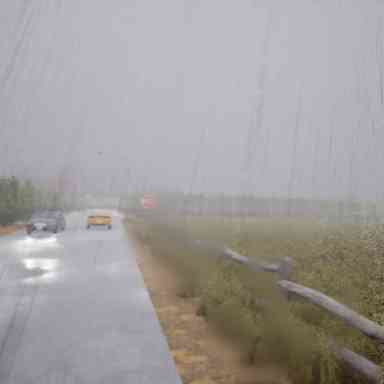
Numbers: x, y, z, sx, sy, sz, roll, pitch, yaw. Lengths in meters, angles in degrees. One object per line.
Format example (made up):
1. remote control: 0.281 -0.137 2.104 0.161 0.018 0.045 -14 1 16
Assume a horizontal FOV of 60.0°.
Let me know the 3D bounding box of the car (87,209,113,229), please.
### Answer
1. car: -7.842 2.215 28.381 1.882 1.535 5.008 2 -2 -13

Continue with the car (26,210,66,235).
1. car: -9.864 1.997 22.751 2.128 1.511 4.902 2 -2 -13
